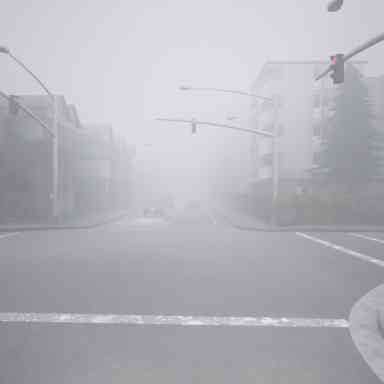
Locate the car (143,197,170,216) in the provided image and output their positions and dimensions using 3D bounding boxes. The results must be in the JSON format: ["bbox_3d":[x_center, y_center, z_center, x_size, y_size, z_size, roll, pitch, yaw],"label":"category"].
[{"bbox_3d":[-3.581,1.491,32.388,2.128,1.511,4.902,0,0,0],"label":"car"}]

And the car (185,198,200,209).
[{"bbox_3d":[0.119,1.526,45.537,1.812,1.442,4.674,0,0,0],"label":"car"}]

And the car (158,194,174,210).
[{"bbox_3d":[-3.555,1.221,43.995,2.150,2.045,5.566,0,0,0],"label":"car"}]
